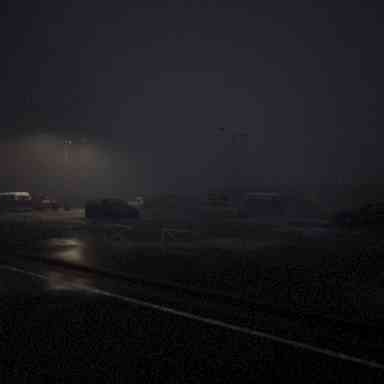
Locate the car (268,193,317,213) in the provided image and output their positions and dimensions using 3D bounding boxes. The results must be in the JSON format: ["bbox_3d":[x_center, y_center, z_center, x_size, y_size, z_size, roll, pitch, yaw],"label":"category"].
[{"bbox_3d":[12.107,1.156,40.182,4.605,1.855,1.932,0,0,36],"label":"car"}]

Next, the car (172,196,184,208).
[{"bbox_3d":[-3.368,1.165,44.446,4.605,1.855,1.932,0,0,36],"label":"car"}]

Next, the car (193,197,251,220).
[{"bbox_3d":[2.335,1.400,26.396,3.806,1.475,1.970,0,0,36],"label":"car"}]

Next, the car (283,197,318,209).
[{"bbox_3d":[13.847,1.367,42.498,3.905,1.438,1.784,0,0,36],"label":"car"}]

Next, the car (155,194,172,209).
[{"bbox_3d":[-4.890,1.375,42.236,3.905,1.438,1.784,0,0,36],"label":"car"}]

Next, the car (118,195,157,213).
[{"bbox_3d":[-6.577,1.407,39.883,3.806,1.475,1.970,0,0,36],"label":"car"}]
